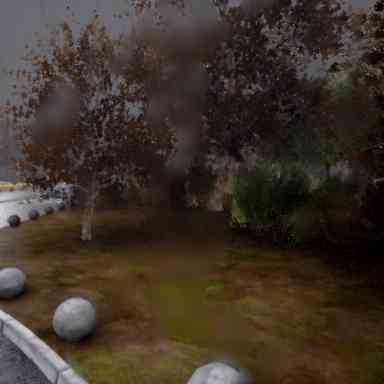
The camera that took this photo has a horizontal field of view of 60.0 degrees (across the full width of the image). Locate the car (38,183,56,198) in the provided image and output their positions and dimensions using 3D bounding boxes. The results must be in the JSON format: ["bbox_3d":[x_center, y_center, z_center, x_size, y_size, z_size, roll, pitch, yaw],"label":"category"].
[{"bbox_3d":[-15.235,-0.042,37.662,1.994,1.385,4.181,0,4,4],"label":"car"}]

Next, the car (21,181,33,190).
[{"bbox_3d":[-25.878,-1.123,51.214,1.946,1.575,5.366,1,4,5],"label":"car"}]

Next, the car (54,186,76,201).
[{"bbox_3d":[-12.214,0.101,35.455,2.033,1.411,5.357,0,4,3],"label":"car"}]

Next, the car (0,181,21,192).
[{"bbox_3d":[-26.397,-0.764,45.725,1.946,1.575,5.366,1,4,5],"label":"car"}]
